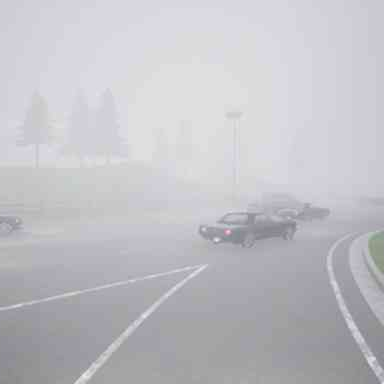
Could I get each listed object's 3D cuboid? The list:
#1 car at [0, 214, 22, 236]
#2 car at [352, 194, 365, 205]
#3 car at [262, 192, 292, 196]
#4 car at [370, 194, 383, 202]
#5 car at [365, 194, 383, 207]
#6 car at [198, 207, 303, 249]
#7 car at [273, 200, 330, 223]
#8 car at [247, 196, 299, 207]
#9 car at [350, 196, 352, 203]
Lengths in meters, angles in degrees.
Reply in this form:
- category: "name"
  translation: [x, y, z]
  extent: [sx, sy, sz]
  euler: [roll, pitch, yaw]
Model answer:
- category: "car"
  translation: [-10.911, 1.427, 16.071]
  extent: [4.892, 1.490, 1.837]
  euler: [-1, 1, -43]
- category: "car"
  translation: [27.421, 1.268, 51.856]
  extent: [5.357, 1.411, 2.033]
  euler: [0, 0, -43]
- category: "car"
  translation: [9.303, 1.037, 34.940]
  extent: [5.566, 2.045, 2.150]
  euler: [0, 1, -43]
- category: "car"
  translation: [36.928, 1.169, 65.656]
  extent: [4.674, 1.442, 1.812]
  euler: [0, 0, -43]
- category: "car"
  translation: [26.231, 1.229, 45.956]
  extent: [5.008, 1.535, 1.882]
  euler: [0, 0, -43]
- category: "car"
  translation: [2.571, 1.525, 14.292]
  extent: [4.718, 1.301, 1.895]
  euler: [0, 0, -43]
- category: "car"
  translation: [8.265, 1.471, 24.396]
  extent: [4.718, 1.301, 1.895]
  euler: [0, 0, -43]
- category: "car"
  translation: [6.453, 1.347, 27.491]
  extent: [4.902, 1.511, 2.128]
  euler: [0, 0, -43]
- category: "car"
  translation: [29.489, 1.176, 58.576]
  extent: [4.902, 1.511, 2.128]
  euler: [0, 0, -43]
